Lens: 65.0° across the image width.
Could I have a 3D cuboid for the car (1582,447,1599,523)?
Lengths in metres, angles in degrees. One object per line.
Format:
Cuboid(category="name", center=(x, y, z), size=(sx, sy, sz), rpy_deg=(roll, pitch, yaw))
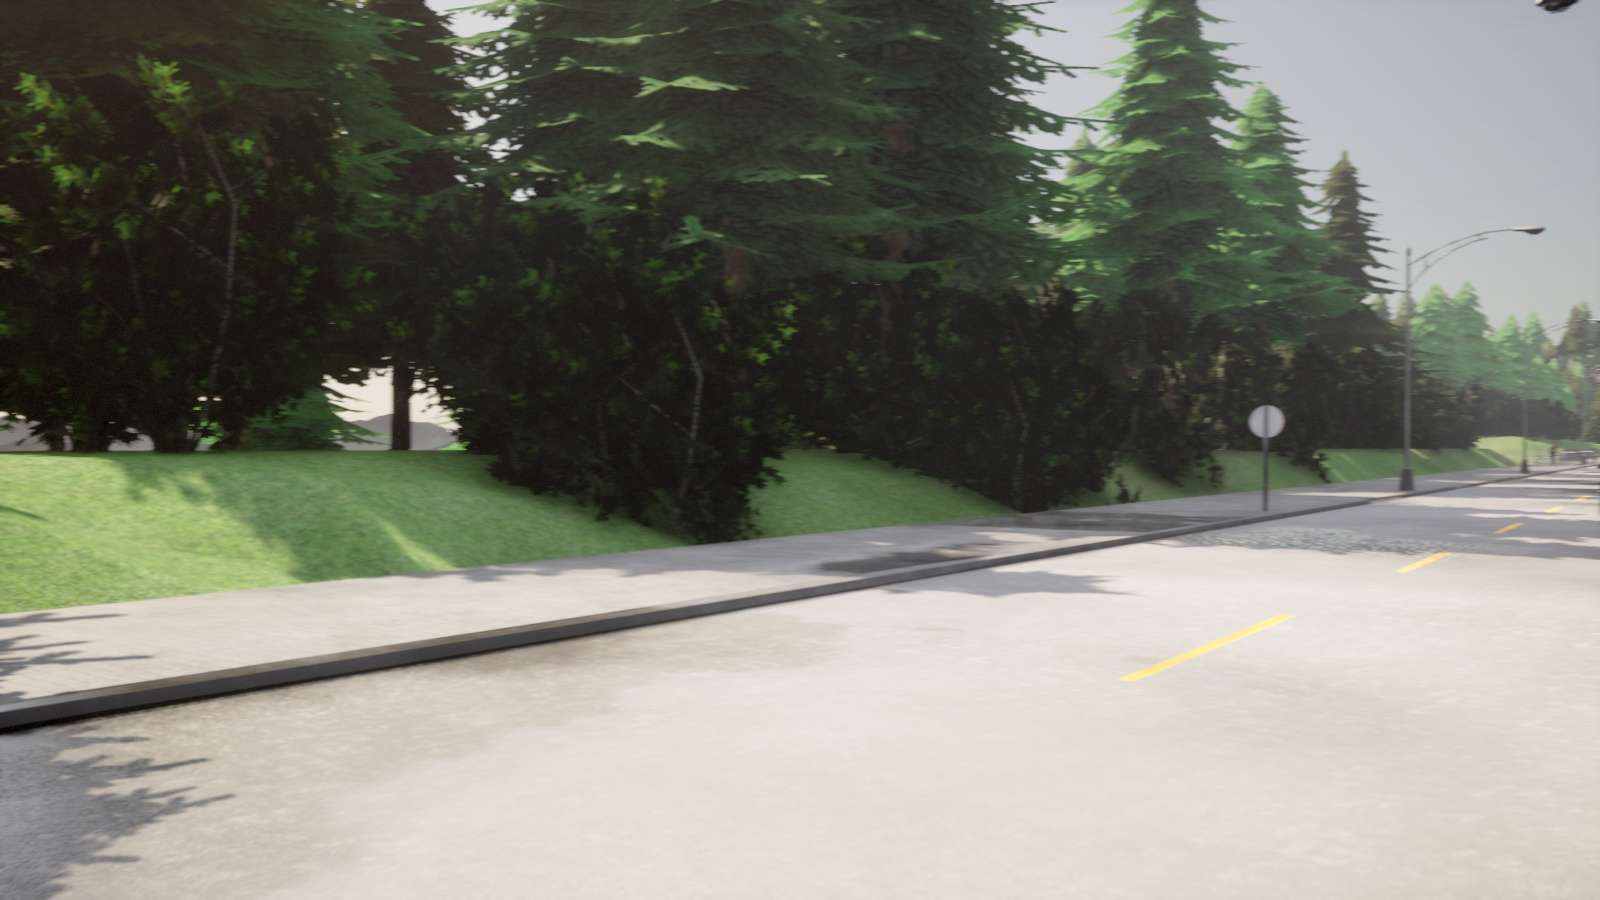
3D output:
Cuboid(category="car", center=(17.990, 0.702, 26.867), size=(1.837, 1.490, 4.892), rpy_deg=(1, 1, 35))
